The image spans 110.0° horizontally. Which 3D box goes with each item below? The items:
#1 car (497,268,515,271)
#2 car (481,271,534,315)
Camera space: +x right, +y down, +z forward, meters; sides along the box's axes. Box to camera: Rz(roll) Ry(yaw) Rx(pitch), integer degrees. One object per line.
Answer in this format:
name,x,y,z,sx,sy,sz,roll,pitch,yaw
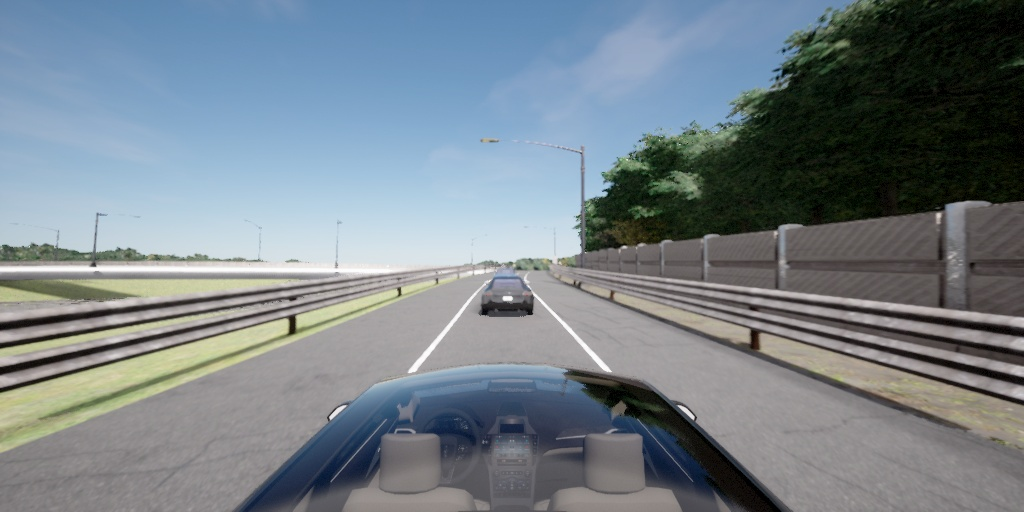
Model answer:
car,-0.441,1.613,27.178,2.033,1.411,5.357,0,-1,1
car,-0.190,1.477,14.554,1.994,1.385,4.181,0,-1,-1
